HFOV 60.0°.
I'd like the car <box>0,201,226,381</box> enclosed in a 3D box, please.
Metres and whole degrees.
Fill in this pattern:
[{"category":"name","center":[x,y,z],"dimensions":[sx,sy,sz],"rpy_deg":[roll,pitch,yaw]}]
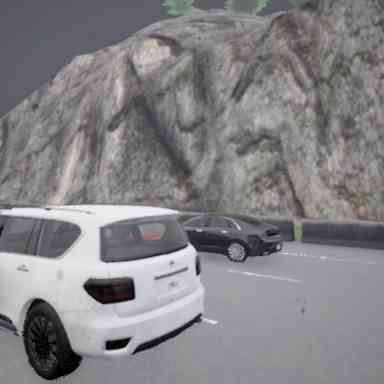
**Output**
[{"category":"car","center":[-2.425,1.232,5.722],"dimensions":[5.566,2.045,2.150],"rpy_deg":[0,0,36]}]

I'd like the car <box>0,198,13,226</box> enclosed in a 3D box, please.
[{"category":"car","center":[-14.547,1.308,22.969],"dimensions":[4.553,1.767,2.097],"rpy_deg":[0,0,36]}]

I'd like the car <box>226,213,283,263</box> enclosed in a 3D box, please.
[{"category":"car","center":[0.791,1.517,12.027],"dimensions":[4.892,1.490,1.837],"rpy_deg":[0,0,36]}]

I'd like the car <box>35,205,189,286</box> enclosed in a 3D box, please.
[{"category":"car","center":[-2.544,1.363,10.107],"dimensions":[4.553,1.767,2.097],"rpy_deg":[0,0,36]}]
